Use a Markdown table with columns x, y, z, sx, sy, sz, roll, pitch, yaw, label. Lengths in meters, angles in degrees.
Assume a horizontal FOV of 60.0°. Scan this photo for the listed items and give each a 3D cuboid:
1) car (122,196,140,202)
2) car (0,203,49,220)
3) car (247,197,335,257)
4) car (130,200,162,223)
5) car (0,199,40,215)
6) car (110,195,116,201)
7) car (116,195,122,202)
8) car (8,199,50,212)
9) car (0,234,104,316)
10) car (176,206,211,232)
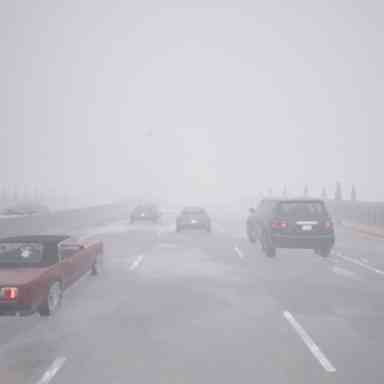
| x | y | z | sx | sy | sz | roll | pitch | yaw | label |
| --- | --- | --- | --- | --- | --- | --- | --- | --- | --- |
| -10.550 | 1.481 | 60.200 | 2.033 | 1.411 | 5.357 | 0 | 0 | 1 | car |
| -10.608 | 1.579 | 19.693 | 1.895 | 1.301 | 4.718 | 0 | 0 | 0 | car |
| 3.595 | 1.207 | 13.083 | 2.150 | 2.045 | 5.566 | 0 | 0 | 0 | car |
| -3.410 | 1.536 | 25.115 | 1.994 | 1.385 | 4.181 | 0 | 0 | 0 | car |
| -17.604 | 1.488 | 34.110 | 1.812 | 1.442 | 4.674 | 0 | 0 | 0 | car |
| -17.529 | 1.429 | 76.865 | 1.812 | 1.442 | 4.674 | 0 | 0 | 0 | car |
| -14.029 | 1.517 | 69.675 | 1.895 | 1.301 | 4.718 | 0 | 0 | 0 | car |
| -14.110 | 1.515 | 28.688 | 2.033 | 1.411 | 5.357 | 0 | 0 | 0 | car |
| -3.403 | 1.593 | 7.404 | 1.895 | 1.301 | 4.718 | 0 | 0 | 0 | car |
| 0.092 | 1.542 | 19.805 | 1.994 | 1.385 | 4.181 | 0 | 0 | 0 | car |
